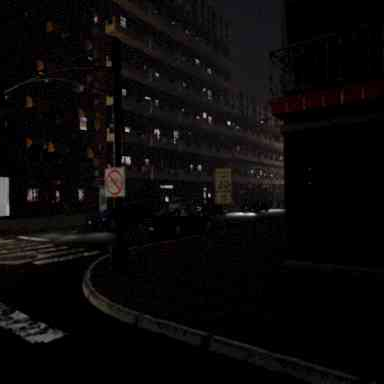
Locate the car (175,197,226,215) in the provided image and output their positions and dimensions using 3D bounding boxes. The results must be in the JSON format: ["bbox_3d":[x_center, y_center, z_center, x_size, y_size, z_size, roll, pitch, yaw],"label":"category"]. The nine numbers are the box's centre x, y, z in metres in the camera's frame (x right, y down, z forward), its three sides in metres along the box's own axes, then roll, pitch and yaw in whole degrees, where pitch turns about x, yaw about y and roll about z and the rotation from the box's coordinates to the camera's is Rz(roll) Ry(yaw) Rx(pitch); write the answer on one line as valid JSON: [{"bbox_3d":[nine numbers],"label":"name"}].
[{"bbox_3d":[1.019,1.320,28.367,2.097,1.767,4.553,-1,-1,36],"label":"car"}]

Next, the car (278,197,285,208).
[{"bbox_3d":[12.960,1.418,44.892,2.128,1.511,4.902,-1,-1,37],"label":"car"}]

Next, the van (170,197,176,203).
[{"bbox_3d":[-0.476,1.358,30.514,1.690,1.788,3.998,-1,-1,36],"label":"van"}]

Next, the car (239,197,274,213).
[{"bbox_3d":[6.868,1.511,36.480,1.994,1.385,4.181,-1,-1,36],"label":"car"}]

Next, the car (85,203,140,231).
[{"bbox_3d":[-4.332,1.467,20.916,1.882,1.535,5.008,-1,-1,36],"label":"car"}]

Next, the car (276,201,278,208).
[{"bbox_3d":[9.274,1.424,44.087,1.967,1.590,4.097,-1,-1,36],"label":"car"}]

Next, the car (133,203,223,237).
[{"bbox_3d":[-0.570,1.431,16.868,2.008,1.369,4.403,-1,-1,36],"label":"car"}]
